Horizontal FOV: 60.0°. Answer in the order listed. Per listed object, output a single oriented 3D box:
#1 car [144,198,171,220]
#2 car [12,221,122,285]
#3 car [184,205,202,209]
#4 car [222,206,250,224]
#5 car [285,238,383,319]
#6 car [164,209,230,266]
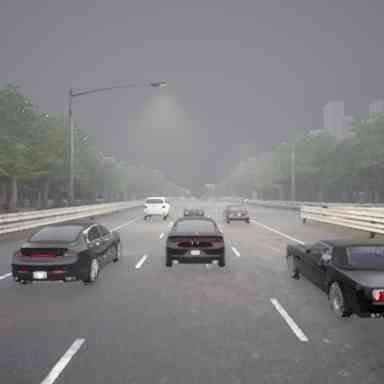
[{"bbox_3d":[-3.336,1.545,32.312,2.150,2.045,5.566,0,0,0],"label":"car"},{"bbox_3d":[-3.398,1.631,9.895,1.837,1.490,4.892,0,0,0],"label":"car"},{"bbox_3d":[0.163,1.919,31.538,1.895,1.301,4.718,0,0,0],"label":"car"},{"bbox_3d":[3.656,1.844,28.077,2.033,1.411,5.357,0,0,0],"label":"car"},{"bbox_3d":[3.590,1.698,7.530,1.895,1.301,4.718,0,-1,0],"label":"car"},{"bbox_3d":[0.114,1.628,12.170,1.882,1.535,5.008,0,0,0],"label":"car"}]
